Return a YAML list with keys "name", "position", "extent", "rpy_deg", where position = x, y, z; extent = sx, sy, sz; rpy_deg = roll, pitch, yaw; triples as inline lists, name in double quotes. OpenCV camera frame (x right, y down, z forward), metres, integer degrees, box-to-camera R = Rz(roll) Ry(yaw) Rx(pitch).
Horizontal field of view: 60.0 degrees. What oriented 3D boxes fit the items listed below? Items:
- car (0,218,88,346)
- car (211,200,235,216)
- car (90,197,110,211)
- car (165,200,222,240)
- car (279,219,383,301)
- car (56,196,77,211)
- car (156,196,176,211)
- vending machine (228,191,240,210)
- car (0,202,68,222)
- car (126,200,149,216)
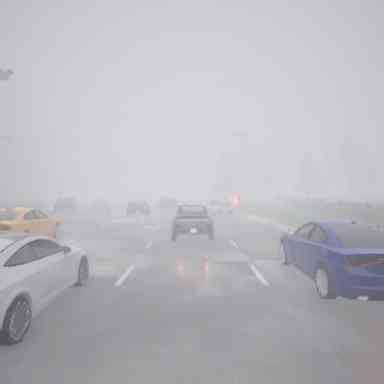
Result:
- name: "car"
  position: [-3.400, 1.475, 6.129]
  extent: [1.812, 1.442, 4.674]
  rpy_deg: [0, 0, 0]
- name: "car"
  position: [2.262, 1.364, 29.375]
  extent: [1.895, 1.301, 4.718]
  rpy_deg: [0, 0, -10]
- name: "car"
  position: [-9.767, 1.239, 35.516]
  extent: [1.812, 1.442, 4.674]
  rpy_deg: [0, 0, -15]
- name: "car"
  position: [-0.048, 1.361, 16.122]
  extent: [2.128, 1.511, 4.902]
  rpy_deg: [0, 0, -3]
- name: "car"
  position: [3.598, 1.410, 8.239]
  extent: [1.882, 1.535, 5.008]
  rpy_deg: [0, 0, 0]
- name: "car"
  position: [-13.229, 1.210, 34.958]
  extent: [2.128, 1.511, 4.902]
  rpy_deg: [0, 0, -15]
- name: "car"
  position: [-2.770, 1.185, 36.277]
  extent: [1.882, 1.535, 5.008]
  rpy_deg: [0, 0, -14]
- name: "vending machine"
  position: [4.724, 0.893, 37.447]
  extent: [1.100, 2.100, 0.880]
  rpy_deg: [0, 0, -13]
- name: "car"
  position: [-6.958, 1.368, 13.460]
  extent: [1.882, 1.535, 5.008]
  rpy_deg: [0, 0, -1]
- name: "car"
  position: [-4.812, 1.364, 29.365]
  extent: [1.895, 1.301, 4.718]
  rpy_deg: [0, 0, -10]
